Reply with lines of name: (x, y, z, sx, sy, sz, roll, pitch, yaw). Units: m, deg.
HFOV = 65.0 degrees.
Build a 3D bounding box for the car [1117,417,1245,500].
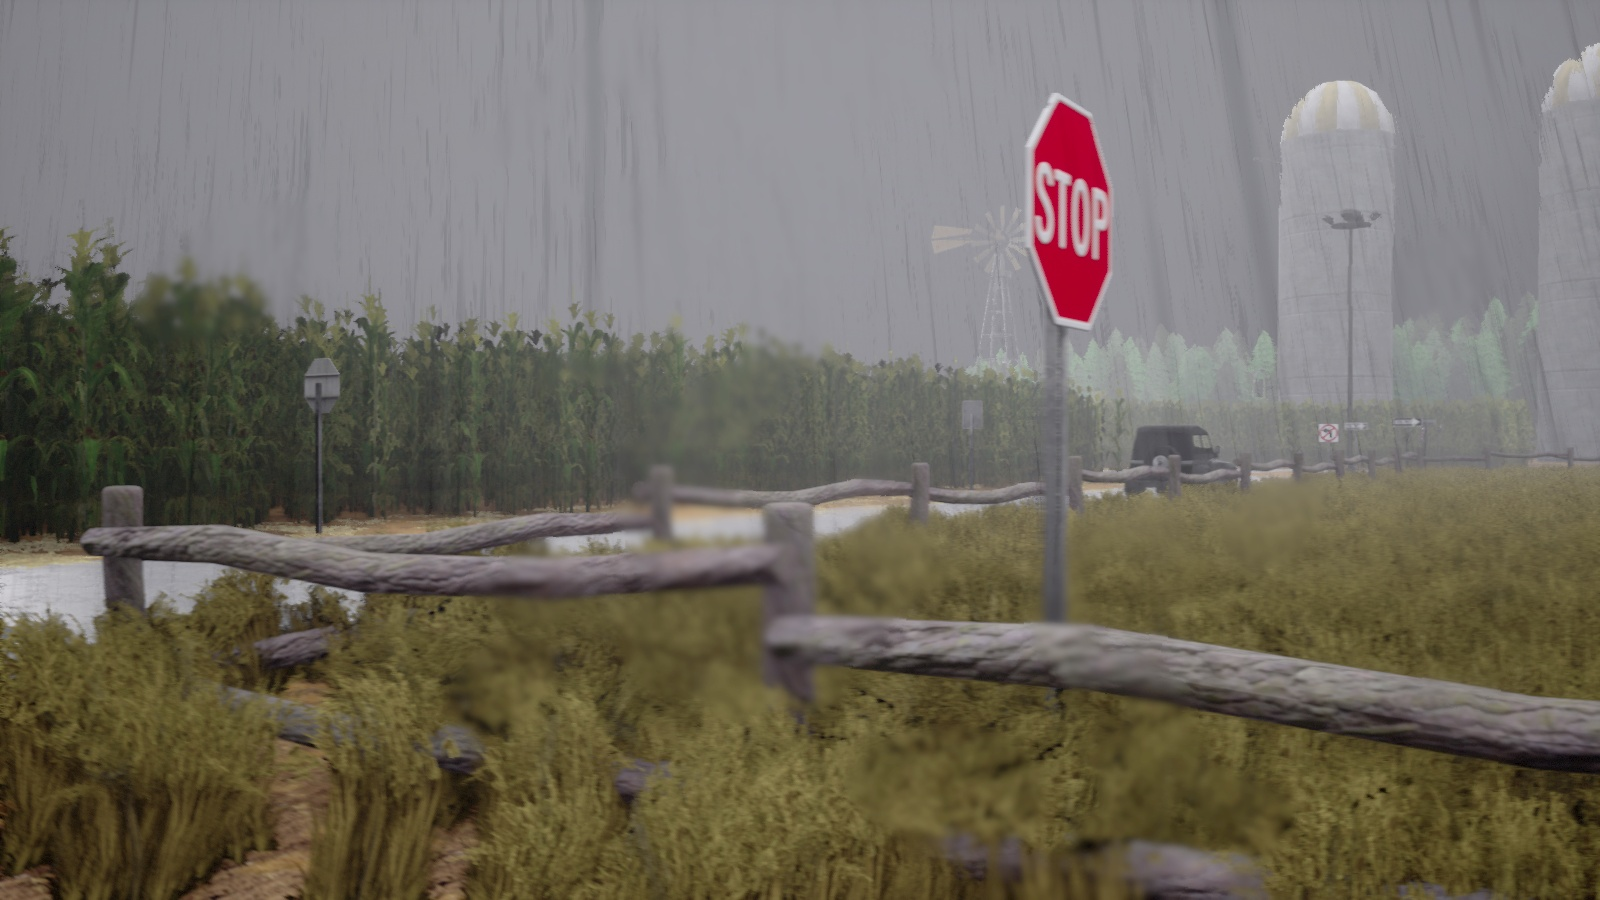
car: (9.318, 0.177, 30.534, 1.905, 1.878, 3.866, -1, 0, 34)
